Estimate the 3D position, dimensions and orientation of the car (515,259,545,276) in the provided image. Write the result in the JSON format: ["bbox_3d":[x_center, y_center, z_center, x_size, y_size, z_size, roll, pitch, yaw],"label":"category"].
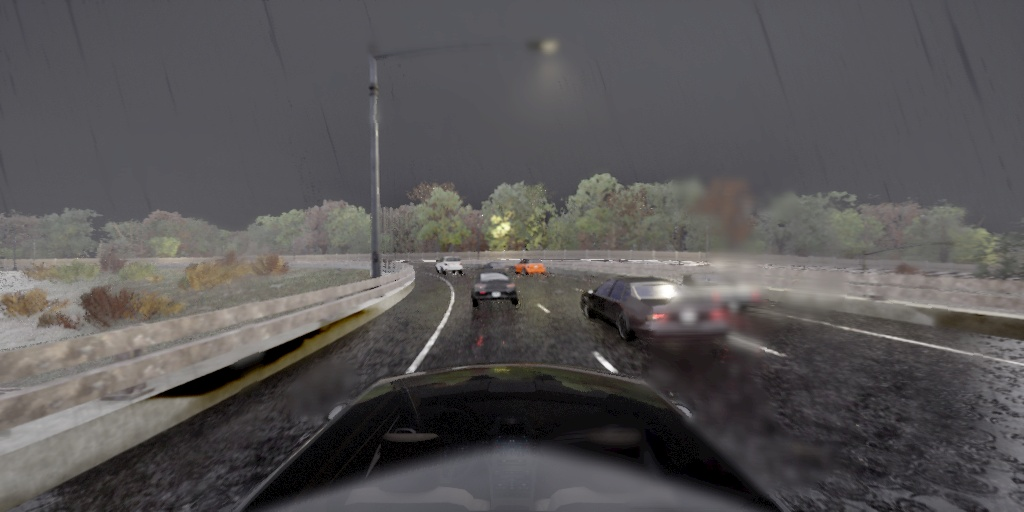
[{"bbox_3d":[1.661,1.044,36.260,2.097,1.767,4.553,-1,0,-17],"label":"car"}]

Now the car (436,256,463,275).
[{"bbox_3d":[-7.100,1.045,40.403,2.150,2.045,5.566,-1,0,-21],"label":"car"}]

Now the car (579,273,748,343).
[{"bbox_3d":[3.296,1.239,9.518,2.033,1.411,5.357,-1,0,-4],"label":"car"}]

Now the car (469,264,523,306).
[{"bbox_3d":[-0.866,1.276,15.774,1.812,1.442,4.674,-1,0,-7],"label":"car"}]

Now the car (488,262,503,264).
[{"bbox_3d":[-1.785,1.294,35.927,2.033,1.411,5.357,-1,0,-18],"label":"car"}]

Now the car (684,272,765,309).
[{"bbox_3d":[6.489,1.240,13.022,1.895,1.301,4.718,-1,0,-6],"label":"car"}]
